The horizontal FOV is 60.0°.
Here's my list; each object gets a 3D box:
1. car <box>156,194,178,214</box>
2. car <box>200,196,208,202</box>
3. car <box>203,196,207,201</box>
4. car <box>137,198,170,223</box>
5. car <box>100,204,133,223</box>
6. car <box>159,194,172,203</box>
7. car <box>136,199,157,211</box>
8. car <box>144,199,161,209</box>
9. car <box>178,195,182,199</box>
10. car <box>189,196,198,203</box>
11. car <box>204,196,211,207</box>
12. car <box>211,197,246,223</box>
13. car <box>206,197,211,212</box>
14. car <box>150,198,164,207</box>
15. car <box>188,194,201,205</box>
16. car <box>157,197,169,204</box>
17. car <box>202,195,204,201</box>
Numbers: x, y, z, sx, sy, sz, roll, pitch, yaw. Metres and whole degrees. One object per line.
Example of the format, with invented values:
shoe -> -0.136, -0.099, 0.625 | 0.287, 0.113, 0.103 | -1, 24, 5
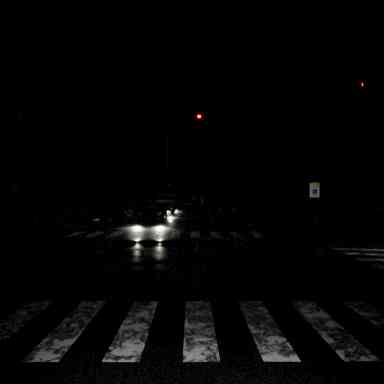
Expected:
car -> -2.946, 1.243, 35.736 | 2.150, 2.045, 5.566 | 0, 0, 0
car -> 2.682, 1.573, 75.896 | 1.837, 1.490, 4.892 | 0, 0, 0
car -> 2.964, 1.585, 47.065 | 2.008, 1.369, 4.403 | 0, 0, 0
car -> -2.992, 1.489, 25.670 | 1.882, 1.535, 5.008 | 0, 0, 0
car -> -5.656, 1.576, 25.267 | 1.947, 1.339, 4.313 | 0, 0, 0
car -> -5.466, 1.374, 68.923 | 2.192, 1.841, 5.009 | 0, 0, 0
car -> -5.585, 1.579, 41.638 | 2.008, 1.369, 4.403 | 0, 0, 0
car -> -5.561, 1.616, 47.095 | 1.802, 1.307, 4.206 | 0, 0, 0
car -> -2.892, 1.525, 46.180 | 2.128, 1.511, 4.902 | 0, 0, 0
car -> 0.394, 1.586, 69.255 | 1.812, 1.442, 4.674 | 0, 0, 0
car -> 2.940, 1.579, 41.608 | 2.008, 1.369, 4.403 | 0, 0, 0
car -> 2.869, 1.326, 25.239 | 2.192, 1.841, 5.009 | 0, 0, 0
car -> 2.916, 1.588, 36.152 | 1.947, 1.339, 4.313 | 0, 0, 0
car -> -5.537, 1.622, 52.552 | 1.802, 1.307, 4.206 | 0, 0, 0
car -> 0.350, 1.612, 59.270 | 1.994, 1.385, 4.181 | 0, 0, 1
car -> -5.490, 1.635, 63.466 | 1.802, 1.307, 4.206 | 0, 0, 0
car -> 2.988, 1.481, 52.521 | 1.967, 1.590, 4.097 | 0, 0, 0
